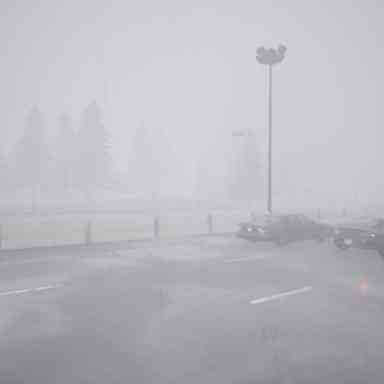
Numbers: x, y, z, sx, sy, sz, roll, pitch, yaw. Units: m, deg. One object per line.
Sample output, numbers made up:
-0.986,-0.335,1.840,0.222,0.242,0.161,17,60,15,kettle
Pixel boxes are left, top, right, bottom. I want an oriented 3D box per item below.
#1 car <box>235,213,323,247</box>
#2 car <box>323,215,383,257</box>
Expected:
4.503,1.684,15.662,5.357,1.411,2.033,1,0,-35,car
7.658,1.680,13.597,4.674,1.442,1.812,1,0,-35,car
